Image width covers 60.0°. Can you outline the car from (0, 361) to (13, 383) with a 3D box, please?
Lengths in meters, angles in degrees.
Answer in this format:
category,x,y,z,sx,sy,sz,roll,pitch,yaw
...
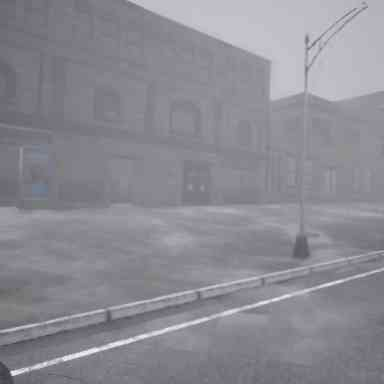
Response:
category,x,y,z,sx,sy,sz,roll,pitch,yaw
car,-3.607,1.539,1.186,5.357,1.411,2.033,0,0,-36
